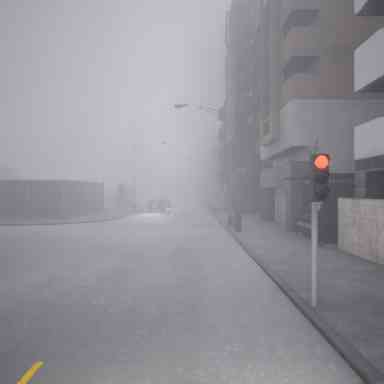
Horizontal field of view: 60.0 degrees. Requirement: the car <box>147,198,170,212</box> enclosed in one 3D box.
[{"bbox_3d":[-4.127,1.491,39.308,2.128,1.511,4.902,0,0,0],"label":"car"}]
